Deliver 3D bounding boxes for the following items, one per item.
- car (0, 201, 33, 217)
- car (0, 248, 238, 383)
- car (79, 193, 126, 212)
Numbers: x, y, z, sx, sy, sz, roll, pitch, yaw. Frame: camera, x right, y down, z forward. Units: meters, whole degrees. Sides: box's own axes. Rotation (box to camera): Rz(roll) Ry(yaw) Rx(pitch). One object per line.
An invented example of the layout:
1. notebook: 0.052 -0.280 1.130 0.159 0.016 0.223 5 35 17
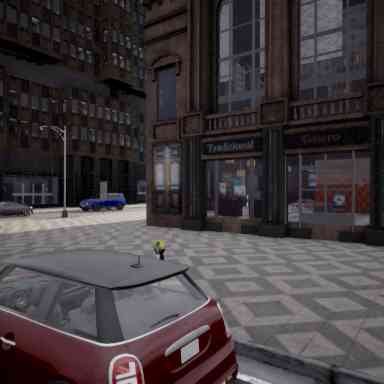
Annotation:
1. car: -16.268 1.527 29.189 1.994 1.385 4.181 0 0 35
2. car: -1.596 1.440 4.098 4.097 1.590 1.967 0 0 35
3. car: -10.081 1.159 37.946 2.150 2.045 5.566 0 1 35
